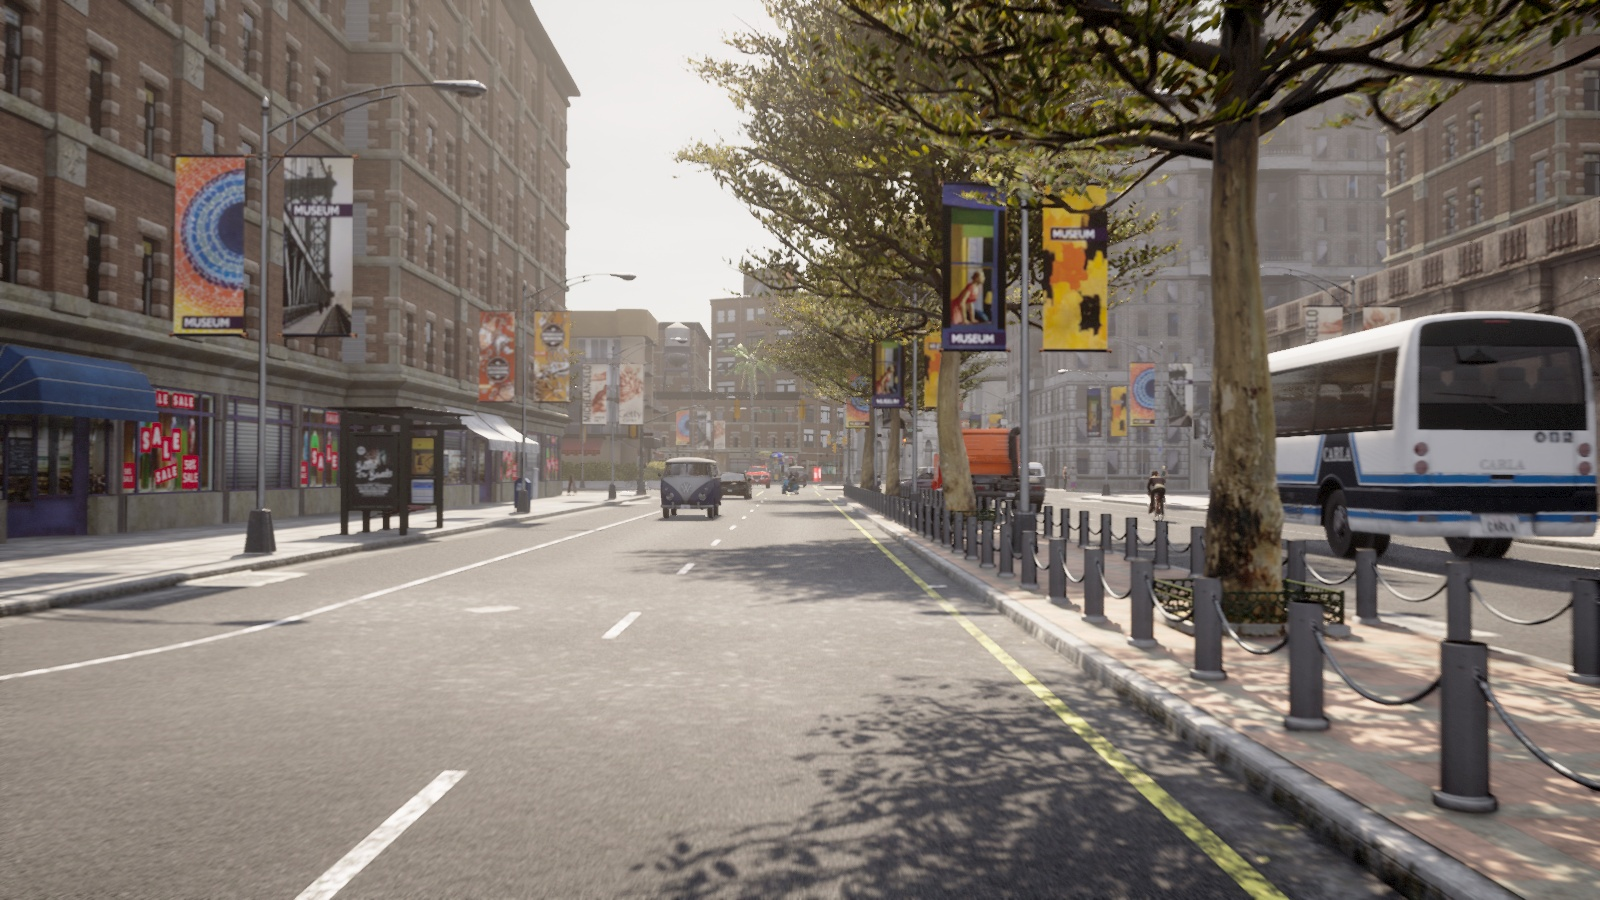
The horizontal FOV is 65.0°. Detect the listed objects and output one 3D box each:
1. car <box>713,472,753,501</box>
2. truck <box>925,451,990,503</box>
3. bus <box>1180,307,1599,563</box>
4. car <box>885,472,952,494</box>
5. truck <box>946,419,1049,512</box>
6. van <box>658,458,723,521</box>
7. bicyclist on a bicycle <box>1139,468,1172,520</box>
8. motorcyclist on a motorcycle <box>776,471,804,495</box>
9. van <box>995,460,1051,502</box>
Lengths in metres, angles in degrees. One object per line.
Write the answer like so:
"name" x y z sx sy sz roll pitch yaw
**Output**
"car" -3.683 1.971 69.510 1.882 1.535 5.008 0 -1 1
"truck" 7.740 1.341 62.351 2.627 2.467 5.204 0 -1 1
"bus" 11.430 -0.172 26.028 3.944 4.253 10.273 0 -1 0
"car" 8.100 2.236 85.999 4.193 1.474 1.816 0 -1 -25
"truck" 7.871 0.655 50.977 2.891 3.462 7.936 0 -1 0
"van" -3.604 1.284 41.937 1.775 1.987 4.442 0 -1 0
"bicyclist on a bicycle" 11.393 1.396 40.248 0.582 1.620 1.656 0 -1 0
"motorcyclist on a motorcycle" -0.660 2.155 82.681 0.866 1.590 1.817 0 0 38
"van" 11.342 1.568 64.213 2.069 2.038 4.480 0 -1 0
